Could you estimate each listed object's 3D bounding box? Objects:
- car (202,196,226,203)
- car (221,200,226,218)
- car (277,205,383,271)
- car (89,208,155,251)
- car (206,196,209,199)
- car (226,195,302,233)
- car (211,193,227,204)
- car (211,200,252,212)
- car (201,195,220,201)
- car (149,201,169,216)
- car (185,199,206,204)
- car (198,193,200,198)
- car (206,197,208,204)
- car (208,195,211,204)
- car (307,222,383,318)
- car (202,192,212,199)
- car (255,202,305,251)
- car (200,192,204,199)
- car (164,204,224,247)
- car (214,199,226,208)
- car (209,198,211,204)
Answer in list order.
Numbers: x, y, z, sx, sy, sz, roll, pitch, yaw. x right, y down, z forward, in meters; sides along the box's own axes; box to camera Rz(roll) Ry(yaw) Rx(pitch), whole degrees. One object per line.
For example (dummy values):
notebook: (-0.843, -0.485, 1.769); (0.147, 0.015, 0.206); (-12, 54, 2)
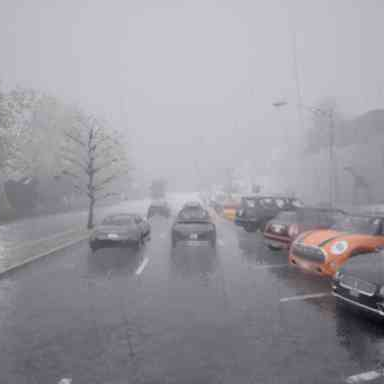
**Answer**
car: (4.986, 1.766, 75.579); (4.792, 1.488, 2.163); (1, 1, -20)
car: (5.225, 1.581, 24.619); (5.366, 1.575, 1.946); (1, -1, -20)
car: (5.097, 1.382, 9.556); (4.553, 1.767, 2.185); (1, 0, -20)
car: (-2.929, 1.601, 14.319); (1.994, 1.385, 4.181); (0, 0, 0)
car: (5.057, 1.820, 51.581); (4.792, 1.488, 2.163); (1, 0, -20)
car: (5.084, 1.292, 18.569); (5.566, 2.045, 2.435); (1, -1, -20)
car: (5.027, 1.376, 30.539); (5.566, 2.045, 2.435); (1, 0, -20)
car: (5.041, 1.775, 42.557); (4.674, 1.452, 2.002); (1, 0, -20)
car: (4.996, 1.676, 90.603); (4.674, 1.452, 2.002); (1, 0, -20)
car: (-2.936, 1.647, 30.648); (1.837, 1.490, 4.892); (0, 0, 0)
car: (0.063, 1.646, 30.603); (1.837, 1.490, 4.892); (0, 0, 0)
car: (4.977, 1.686, 87.584); (4.792, 1.488, 2.163); (1, 1, -20)
car: (5.036, 1.820, 48.556); (4.674, 1.452, 2.002); (1, 0, -20)
car: (5.068, 1.632, 45.569); (4.553, 1.767, 2.185); (1, 0, -20)
car: (5.074, 1.501, 6.546); (4.892, 1.521, 2.231); (1, 0, -20)
car: (5.057, 1.550, 54.581); (5.566, 2.045, 2.435); (1, 0, -20)
car: (5.032, 1.390, 12.542); (4.553, 1.767, 2.185); (1, -1, -20)
car: (4.999, 1.550, 63.562); (5.566, 2.045, 2.435); (1, 1, -20)
car: (0.074, 1.532, 15.270); (2.128, 1.511, 4.902); (0, 0, 0)
car: (4.876, 1.596, 27.485); (5.366, 1.575, 1.946); (1, 0, -20)
car: (5.033, 1.709, 39.557); (5.008, 1.535, 2.097); (1, -1, -20)
